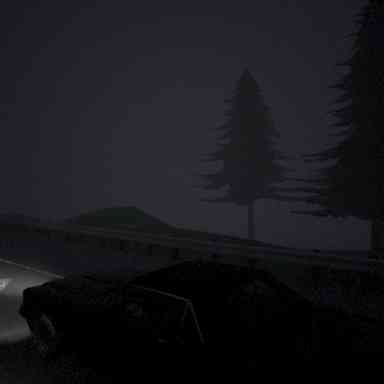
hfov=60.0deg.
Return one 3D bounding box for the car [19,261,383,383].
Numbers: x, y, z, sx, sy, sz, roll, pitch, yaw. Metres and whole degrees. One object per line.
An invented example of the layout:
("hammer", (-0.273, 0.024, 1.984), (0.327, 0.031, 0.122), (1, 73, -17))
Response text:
("car", (-0.174, 1.589, 4.183), (4.718, 1.301, 1.895), (0, 0, 36))
